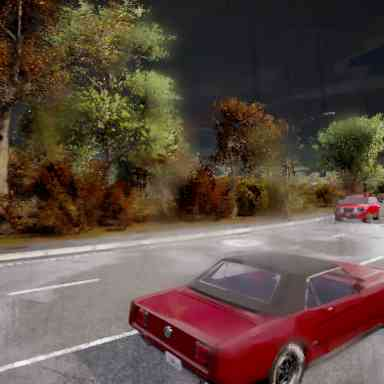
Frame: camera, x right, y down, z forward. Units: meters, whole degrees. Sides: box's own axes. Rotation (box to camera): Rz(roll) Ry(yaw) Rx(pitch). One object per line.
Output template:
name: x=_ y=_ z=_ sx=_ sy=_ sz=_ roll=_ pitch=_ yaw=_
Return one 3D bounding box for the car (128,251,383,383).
car: x=1.556 y=1.613 z=5.100 sx=4.718 sy=1.301 sz=1.895 roll=0 pitch=0 yaw=-37

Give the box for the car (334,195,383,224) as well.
car: x=12.907 y=1.254 z=25.763 sx=2.150 sy=2.045 sz=5.566 roll=0 pitch=0 yaw=41
